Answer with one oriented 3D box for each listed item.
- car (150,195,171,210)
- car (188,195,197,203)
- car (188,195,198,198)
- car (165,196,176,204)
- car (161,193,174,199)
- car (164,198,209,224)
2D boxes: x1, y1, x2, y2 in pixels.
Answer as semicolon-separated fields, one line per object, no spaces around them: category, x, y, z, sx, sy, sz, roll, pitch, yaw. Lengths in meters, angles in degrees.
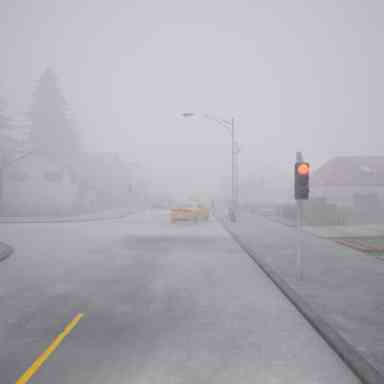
car;-4.041;1.491;41.707;1.837;1.490;4.892;0;0;0
car;0.108;1.550;75.832;2.097;1.767;4.553;0;0;0
car;0.171;1.476;48.925;2.128;1.511;4.902;0;0;0
car;-3.976;1.506;62.101;1.812;1.442;4.674;0;0;0
car;-4.025;1.205;51.756;2.150;2.045;5.566;0;0;0
car;-0.096;1.470;24.969;1.882;1.535;5.008;2;0;18
